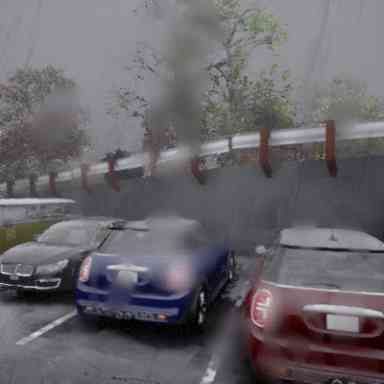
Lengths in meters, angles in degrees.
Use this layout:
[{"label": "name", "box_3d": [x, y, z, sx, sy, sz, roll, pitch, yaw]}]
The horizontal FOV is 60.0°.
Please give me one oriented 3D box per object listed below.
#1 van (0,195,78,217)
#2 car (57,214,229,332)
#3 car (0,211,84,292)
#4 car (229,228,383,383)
[{"label": "van", "box_3d": [-5.270, 1.195, 10.777, 1.878, 1.987, 4.442, 0, -1, 15]}, {"label": "car", "box_3d": [-0.402, 1.333, 7.119, 2.185, 1.767, 4.553, 0, -1, 16]}, {"label": "car", "box_3d": [-2.835, 1.441, 8.911, 2.231, 1.521, 4.892, 1, 0, 15]}, {"label": "car", "box_3d": [2.068, 1.352, 5.365, 2.185, 1.767, 4.553, 0, -1, 15]}]
